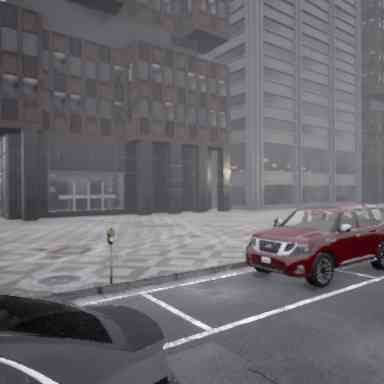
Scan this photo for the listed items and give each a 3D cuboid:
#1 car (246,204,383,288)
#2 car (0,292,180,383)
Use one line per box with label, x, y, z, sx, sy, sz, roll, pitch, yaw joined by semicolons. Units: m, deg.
car;3.808;1.290;9.369;5.009;1.841;2.192;0;0;-35
car;-2.348;1.508;1.702;4.892;1.490;1.837;0;0;-36
